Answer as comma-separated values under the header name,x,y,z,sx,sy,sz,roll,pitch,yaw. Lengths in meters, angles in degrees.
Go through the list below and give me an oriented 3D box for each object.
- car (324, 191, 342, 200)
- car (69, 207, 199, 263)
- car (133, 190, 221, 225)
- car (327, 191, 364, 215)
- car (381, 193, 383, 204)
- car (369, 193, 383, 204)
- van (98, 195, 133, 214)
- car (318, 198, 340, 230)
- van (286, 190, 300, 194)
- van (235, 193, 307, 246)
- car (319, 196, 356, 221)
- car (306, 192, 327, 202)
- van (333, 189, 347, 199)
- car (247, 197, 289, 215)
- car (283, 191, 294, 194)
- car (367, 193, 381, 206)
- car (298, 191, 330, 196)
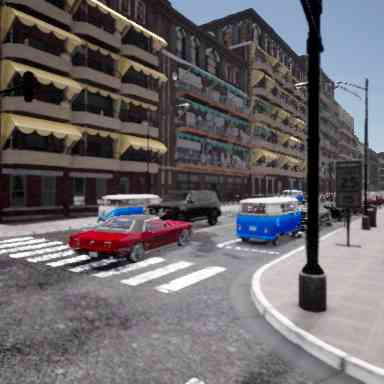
name,x,y,z,sx,sy,sz,roll,pitch,yaw
car,25.532,0.576,60.117,2.008,1.369,4.403,2,2,35
car,-1.776,1.449,11.514,1.895,1.301,4.718,0,2,28
car,-0.428,0.940,18.772,2.150,2.045,5.566,1,1,34
car,13.022,0.998,27.786,1.967,1.590,4.097,2,2,35
car,22.695,0.871,41.529,1.887,1.381,4.507,2,2,35
car,25.920,0.816,46.110,1.947,1.339,4.313,2,2,35
van,-3.486,1.061,18.890,1.690,1.788,3.998,2,2,35
car,6.572,1.264,18.628,2.008,1.369,4.403,2,2,35
van,12.636,0.674,41.791,1.690,1.788,3.998,2,2,35
van,3.350,1.132,14.043,1.690,1.788,3.998,2,2,35
car,9.797,1.201,23.209,1.947,1.339,4.313,2,2,35
car,19.083,0.745,50.957,1.947,1.339,4.313,2,2,35
van,28.759,0.291,64.692,1.690,1.788,3.998,2,2,35
car,6.629,1.150,28.780,1.895,1.301,4.718,1,1,35
car,9.409,0.960,37.215,2.008,1.369,4.403,2,2,35
car,19.470,0.985,36.950,1.802,1.307,4.206,2,2,35
car,14.960,0.856,40.553,1.837,1.490,4.892,1,1,36
